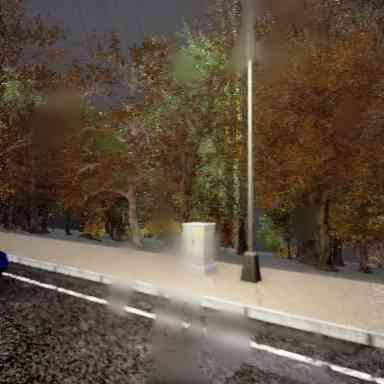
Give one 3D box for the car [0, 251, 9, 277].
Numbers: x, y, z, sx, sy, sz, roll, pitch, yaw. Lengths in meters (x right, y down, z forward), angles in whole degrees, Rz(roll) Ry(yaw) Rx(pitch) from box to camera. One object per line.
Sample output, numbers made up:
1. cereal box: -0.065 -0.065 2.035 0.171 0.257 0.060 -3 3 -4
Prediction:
1. car: -6.713 1.640 8.461 4.718 1.301 1.895 0 0 36
